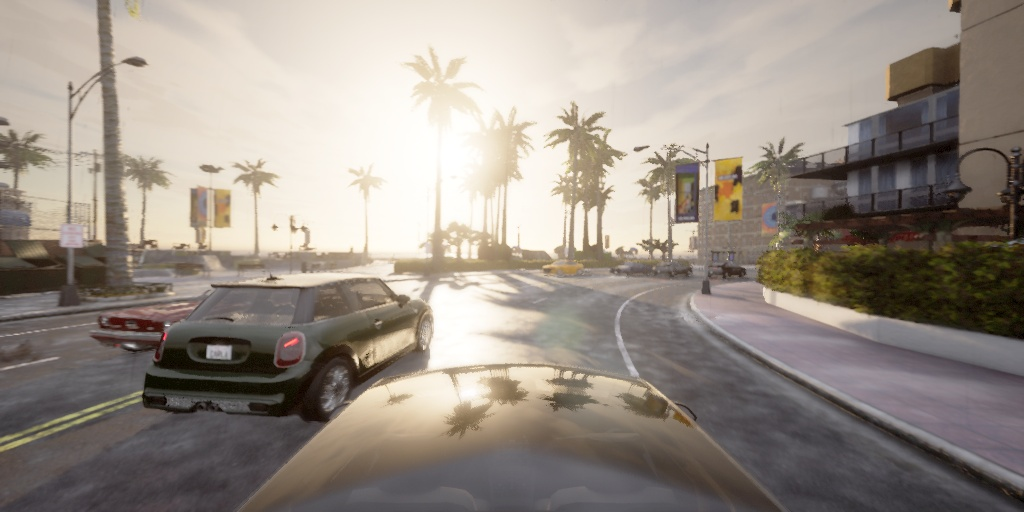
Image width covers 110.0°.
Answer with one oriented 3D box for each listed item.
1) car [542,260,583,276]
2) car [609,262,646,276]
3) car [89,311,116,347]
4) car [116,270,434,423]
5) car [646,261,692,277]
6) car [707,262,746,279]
[{"bbox_3d":[5.076,1.148,35.598,5.008,1.535,1.882,0,0,-43],"label":"car"},{"bbox_3d":[12.434,1.286,37.352,5.357,1.411,2.033,0,0,-38],"label":"car"},{"bbox_3d":[-6.302,1.261,8.482,1.895,1.301,4.718,1,0,11],"label":"car"},{"bbox_3d":[-2.924,1.056,5.992,2.097,1.767,4.553,1,0,7],"label":"car"},{"bbox_3d":[15.849,1.273,35.320,4.902,1.511,2.128,0,0,-36],"label":"car"},{"bbox_3d":[20.512,1.324,34.444,4.902,1.511,2.128,0,0,-32],"label":"car"}]
